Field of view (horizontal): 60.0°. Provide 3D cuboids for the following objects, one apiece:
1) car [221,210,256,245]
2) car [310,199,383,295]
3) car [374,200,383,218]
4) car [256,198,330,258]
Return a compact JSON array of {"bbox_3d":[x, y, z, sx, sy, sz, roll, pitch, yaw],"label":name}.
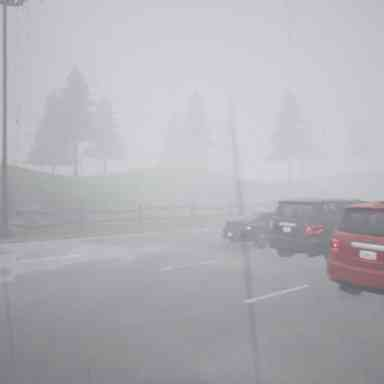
[{"bbox_3d":[3.396,1.527,14.765,4.674,1.442,1.812,0,0,-35],"label":"car"},{"bbox_3d":[5.372,1.224,7.579,5.566,2.045,2.150,0,0,-35],"label":"car"},{"bbox_3d":[18.702,1.494,29.982,4.902,1.511,2.128,0,0,-35],"label":"car"},{"bbox_3d":[5.068,1.224,11.661,5.566,2.045,2.150,0,0,-35],"label":"car"}]
